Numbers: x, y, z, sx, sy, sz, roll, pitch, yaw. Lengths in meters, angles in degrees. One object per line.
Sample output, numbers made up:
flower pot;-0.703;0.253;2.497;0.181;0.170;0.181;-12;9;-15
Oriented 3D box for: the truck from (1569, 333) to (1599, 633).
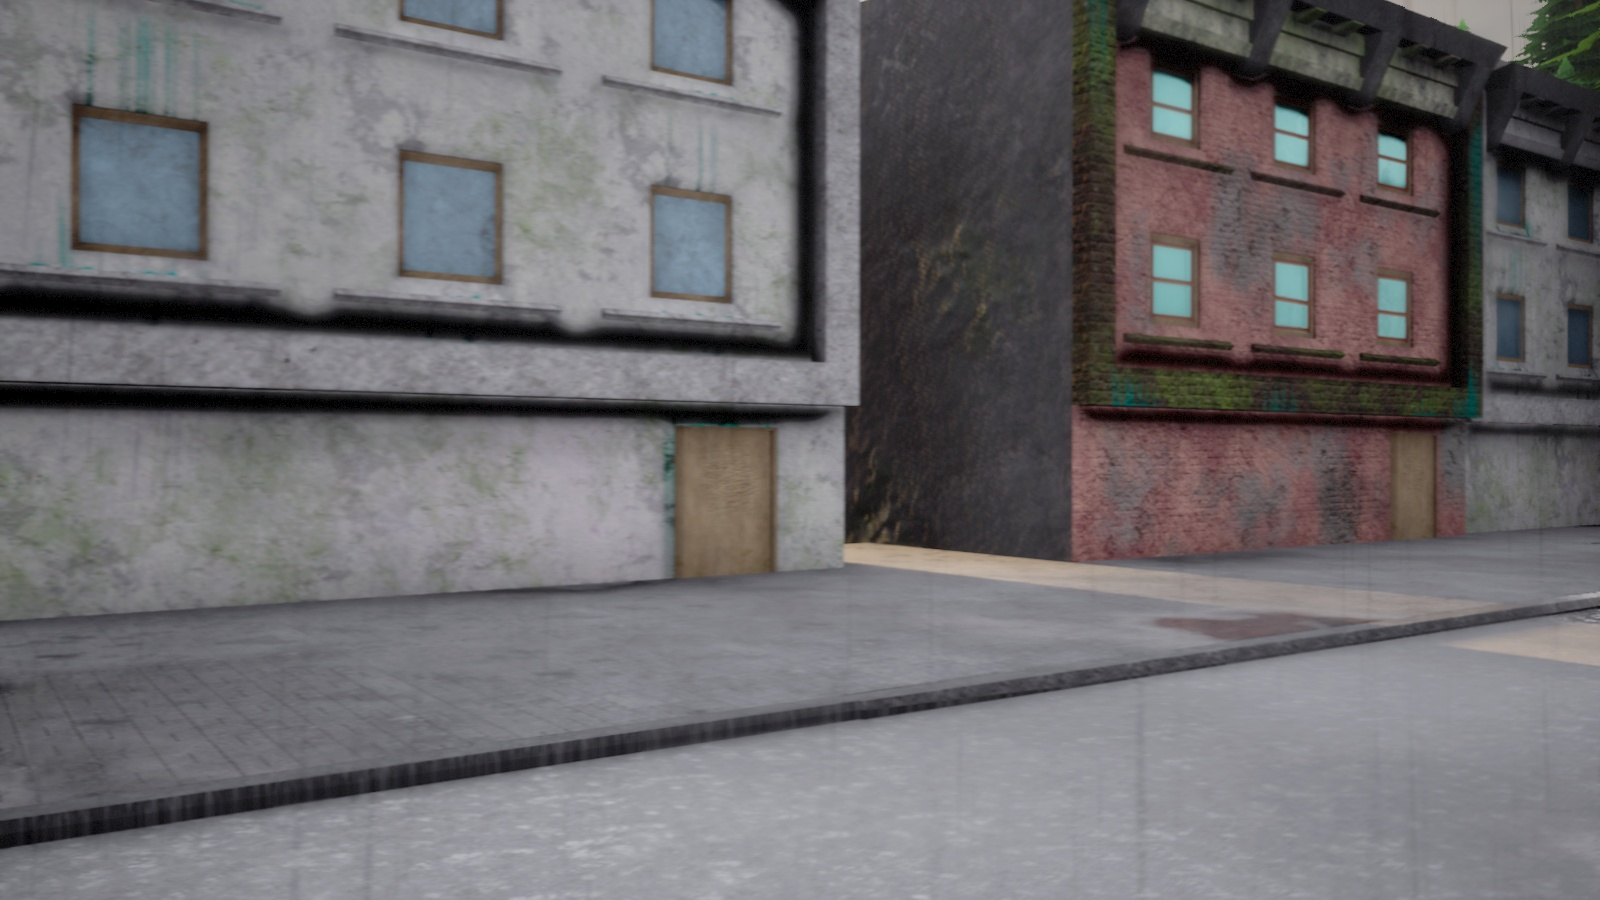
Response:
truck;9.346;0.265;10.781;5.204;2.467;2.627;0;0;-32
